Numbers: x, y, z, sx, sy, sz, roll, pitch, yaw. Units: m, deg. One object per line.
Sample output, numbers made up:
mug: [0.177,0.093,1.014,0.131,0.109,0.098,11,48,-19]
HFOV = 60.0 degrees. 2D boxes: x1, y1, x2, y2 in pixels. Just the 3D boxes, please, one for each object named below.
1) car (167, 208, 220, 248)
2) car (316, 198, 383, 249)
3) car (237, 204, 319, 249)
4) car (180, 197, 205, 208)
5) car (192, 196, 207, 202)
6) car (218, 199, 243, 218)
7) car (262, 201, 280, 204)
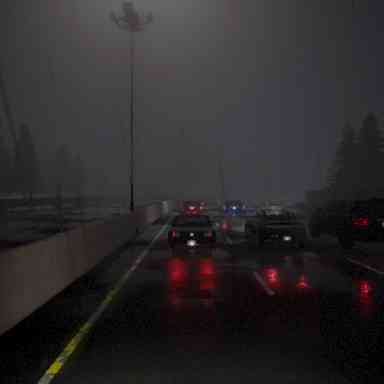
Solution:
car: [0.000,1.617,14.680,1.895,1.301,4.718,0,0,0]
car: [7.000,1.259,14.680,2.150,2.045,5.566,0,0,0]
car: [3.500,1.496,14.650,2.128,1.511,4.902,0,0,0]
car: [0.000,1.367,29.620,2.097,1.767,4.553,0,0,0]
car: [1.898,1.566,79.558,1.895,1.301,4.718,0,0,26]
car: [3.500,1.367,29.620,2.097,1.767,4.553,0,0,0]
car: [7.000,1.534,29.650,1.812,1.442,4.674,0,0,0]
